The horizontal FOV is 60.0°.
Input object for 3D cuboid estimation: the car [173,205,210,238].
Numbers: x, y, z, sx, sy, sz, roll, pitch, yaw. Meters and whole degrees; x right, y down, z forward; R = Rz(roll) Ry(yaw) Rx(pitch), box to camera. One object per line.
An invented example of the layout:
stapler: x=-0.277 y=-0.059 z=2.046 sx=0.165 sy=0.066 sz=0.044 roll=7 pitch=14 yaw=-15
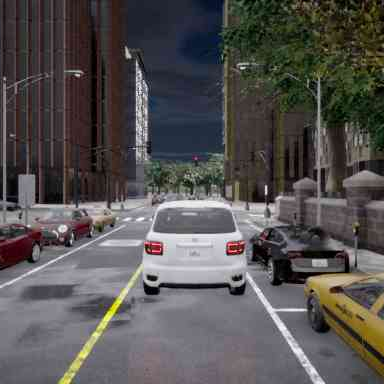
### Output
car: x=0.010 y=1.527 z=18.480 sx=1.812 sy=1.442 sz=4.674 roll=0 pitch=0 yaw=0

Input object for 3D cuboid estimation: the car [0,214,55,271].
car: x=-5.771 y=1.545 z=9.237 sx=1.887 sy=1.381 sz=4.507 roll=0 pitch=0 yaw=0

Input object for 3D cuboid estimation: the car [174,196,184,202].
car: x=-3.055 y=1.559 z=77.331 sx=2.033 sy=1.411 sz=5.357 roll=0 pitch=0 yaw=0

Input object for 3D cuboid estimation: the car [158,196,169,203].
car: x=-5.812 y=1.602 z=68.434 sx=1.802 sy=1.307 sz=4.206 roll=0 pitch=0 yaw=0

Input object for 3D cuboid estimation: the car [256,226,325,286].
car: x=2.754 y=1.566 z=9.245 sx=1.947 sy=1.339 sz=4.313 roll=0 pitch=0 yaw=0

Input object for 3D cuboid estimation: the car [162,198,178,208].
car: x=-3.130 y=1.574 z=48.122 sx=1.994 sy=1.385 sz=4.181 roll=0 pitch=0 yaw=0

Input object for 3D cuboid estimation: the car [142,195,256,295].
car: x=0.060 y=1.222 z=8.835 sx=2.150 sy=2.045 sz=5.566 roll=0 pitch=0 yaw=0

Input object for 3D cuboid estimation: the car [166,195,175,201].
car: x=-5.827 y=1.586 z=90.184 sx=2.008 sy=1.369 sz=4.403 roll=0 pitch=0 yaw=0

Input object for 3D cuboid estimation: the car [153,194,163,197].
car: x=-5.805 y=1.329 z=57.559 sx=2.192 sy=1.841 sz=5.009 roll=0 pitch=0 yaw=0

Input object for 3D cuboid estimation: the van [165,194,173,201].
van: x=-5.824 y=1.372 z=84.747 sx=1.690 sy=1.788 sz=3.998 roll=0 pitch=0 yaw=0

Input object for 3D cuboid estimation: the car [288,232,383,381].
car: x=2.758 y=1.525 z=3.958 sx=1.752 sy=1.417 sz=4.829 roll=0 pitch=0 yaw=0

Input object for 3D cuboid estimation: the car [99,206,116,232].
car: x=-5.778 y=1.527 z=19.981 sx=1.752 sy=1.417 sz=4.829 roll=0 pitch=0 yaw=0

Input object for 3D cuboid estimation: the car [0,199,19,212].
car: x=-19.194 y=1.203 z=31.543 sx=5.357 sy=1.411 sz=2.033 roll=1 pitch=0 yaw=-5

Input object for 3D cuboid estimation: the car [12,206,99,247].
car: x=-5.775 y=1.441 z=14.694 sx=1.967 sy=1.590 sz=4.097 roll=0 pitch=0 yaw=0

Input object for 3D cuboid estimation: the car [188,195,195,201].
car: x=-0.063 y=1.534 z=88.597 sx=1.837 sy=1.490 sz=4.892 roll=0 pitch=0 yaw=0

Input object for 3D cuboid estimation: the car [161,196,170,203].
car: x=-5.816 y=1.549 z=73.701 sx=1.752 sy=1.417 sz=4.829 roll=0 pitch=0 yaw=0

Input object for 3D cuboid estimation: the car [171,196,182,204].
car: x=-3.069 y=1.583 z=66.991 sx=1.994 sy=1.385 sz=4.181 roll=0 pitch=0 yaw=1
